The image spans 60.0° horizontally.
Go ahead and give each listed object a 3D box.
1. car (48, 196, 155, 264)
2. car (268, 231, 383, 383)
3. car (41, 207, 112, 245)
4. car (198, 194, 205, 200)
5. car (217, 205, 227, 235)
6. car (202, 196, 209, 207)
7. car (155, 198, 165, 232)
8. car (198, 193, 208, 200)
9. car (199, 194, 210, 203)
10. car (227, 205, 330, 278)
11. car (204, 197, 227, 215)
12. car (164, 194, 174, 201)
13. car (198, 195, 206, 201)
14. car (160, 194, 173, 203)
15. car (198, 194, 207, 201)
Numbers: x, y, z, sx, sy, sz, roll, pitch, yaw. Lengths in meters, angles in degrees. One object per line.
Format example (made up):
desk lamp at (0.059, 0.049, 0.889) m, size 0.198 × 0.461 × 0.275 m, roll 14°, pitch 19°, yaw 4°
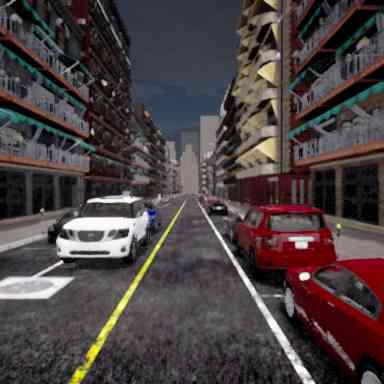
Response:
car at (-2.849, 1.196, 12.011) m, size 2.150 × 2.045 × 5.566 m, roll 0°, pitch 0°, yaw 0°
car at (2.520, 1.535, 4.357) m, size 1.887 × 1.381 × 4.507 m, roll -1°, pitch 0°, yaw 0°
car at (-5.338, 1.533, 16.031) m, size 1.947 × 1.339 × 4.313 m, roll -1°, pitch 0°, yaw 0°
car at (2.473, 1.392, 89.321) m, size 1.887 × 1.381 × 4.507 m, roll -1°, pitch 0°, yaw 0°
car at (2.509, 1.517, 15.685) m, size 2.008 × 1.369 × 4.403 m, roll -1°, pitch 0°, yaw 0°
car at (2.488, 1.469, 38.342) m, size 1.887 × 1.381 × 4.507 m, roll -1°, pitch 0°, yaw 0°
car at (-2.767, 1.291, 18.908) m, size 1.812 × 1.442 × 4.674 m, roll 0°, pitch 0°, yaw 0°
car at (2.481, 1.193, 66.664) m, size 2.192 × 1.841 × 5.009 m, roll -1°, pitch 0°, yaw 0°
car at (2.478, 1.456, 49.671) m, size 2.008 × 1.369 × 4.403 m, roll -1°, pitch 0°, yaw 0°
car at (2.512, 1.293, 10.020) m, size 2.192 × 1.841 × 5.009 m, roll -1°, pitch 0°, yaw 0°
car at (2.494, 1.500, 32.678) m, size 1.947 × 1.339 × 4.313 m, roll -1°, pitch 0°, yaw 0°
car at (-5.398, 1.303, 78.194) m, size 1.967 × 1.590 × 4.097 m, roll -1°, pitch 0°, yaw 0°
car at (2.479, 1.436, 83.657) m, size 1.802 × 1.307 × 4.206 m, roll -1°, pitch 0°, yaw 0°
car at (-5.387, 1.319, 66.891) m, size 1.967 × 1.590 × 4.097 m, roll -1°, pitch 0°, yaw 0°
car at (2.487, 1.302, 77.993) m, size 1.967 × 1.590 × 4.097 m, roll -1°, pitch 0°, yaw 0°
